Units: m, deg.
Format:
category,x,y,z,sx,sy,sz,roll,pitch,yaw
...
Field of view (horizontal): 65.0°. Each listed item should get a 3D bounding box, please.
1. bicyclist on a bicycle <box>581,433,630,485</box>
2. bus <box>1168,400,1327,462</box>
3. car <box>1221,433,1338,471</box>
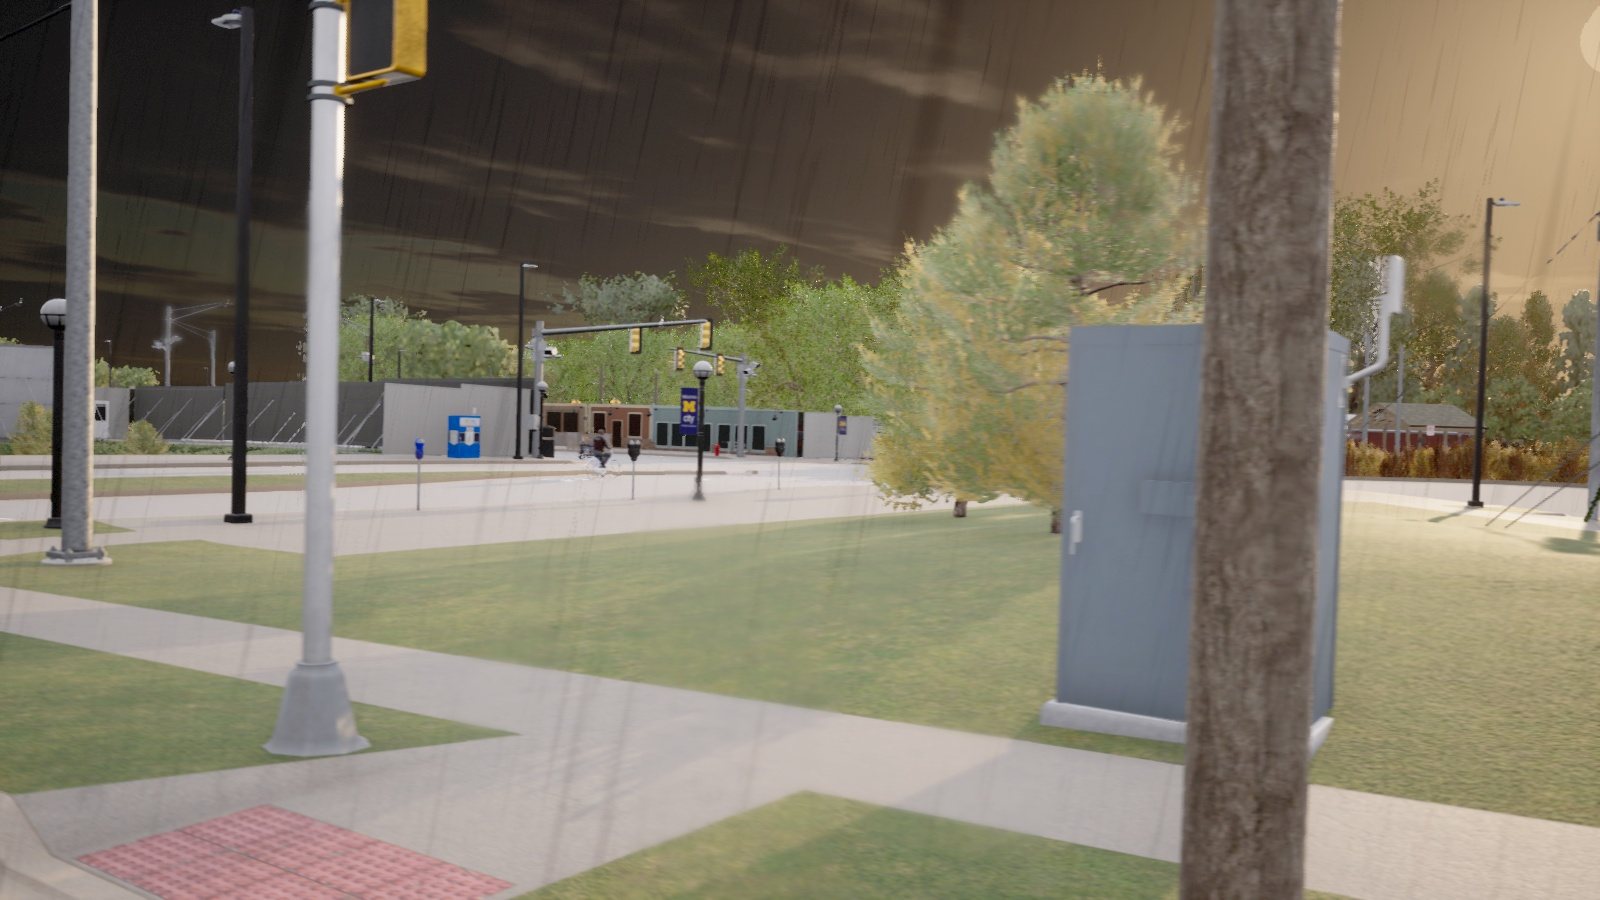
category,x,y,z,sx,sy,sz,roll,pitch,yaw
bicyclist on a bicycle,-6.770,0.290,43.797,0.659,1.776,1.843,1,2,30
bus,32.684,-1.320,91.896,10.273,4.253,3.944,0,0,35
car,22.040,0.085,57.729,4.611,1.667,2.242,0,1,34
